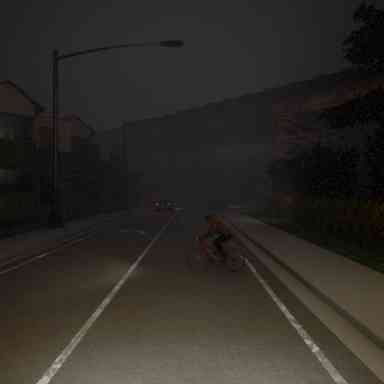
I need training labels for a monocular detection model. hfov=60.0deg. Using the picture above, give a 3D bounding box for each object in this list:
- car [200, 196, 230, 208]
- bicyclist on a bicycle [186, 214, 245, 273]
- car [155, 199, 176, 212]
[{"bbox_3d":[3.370,1.343,47.847,4.553,1.767,2.097,0,0,-40],"label":"car"},{"bbox_3d":[0.640,1.438,9.199,1.656,1.620,0.582,-1,0,0],"label":"bicyclist on a bicycle"},{"bbox_3d":[-3.114,1.518,39.197,1.812,1.442,4.674,0,0,4],"label":"car"}]
